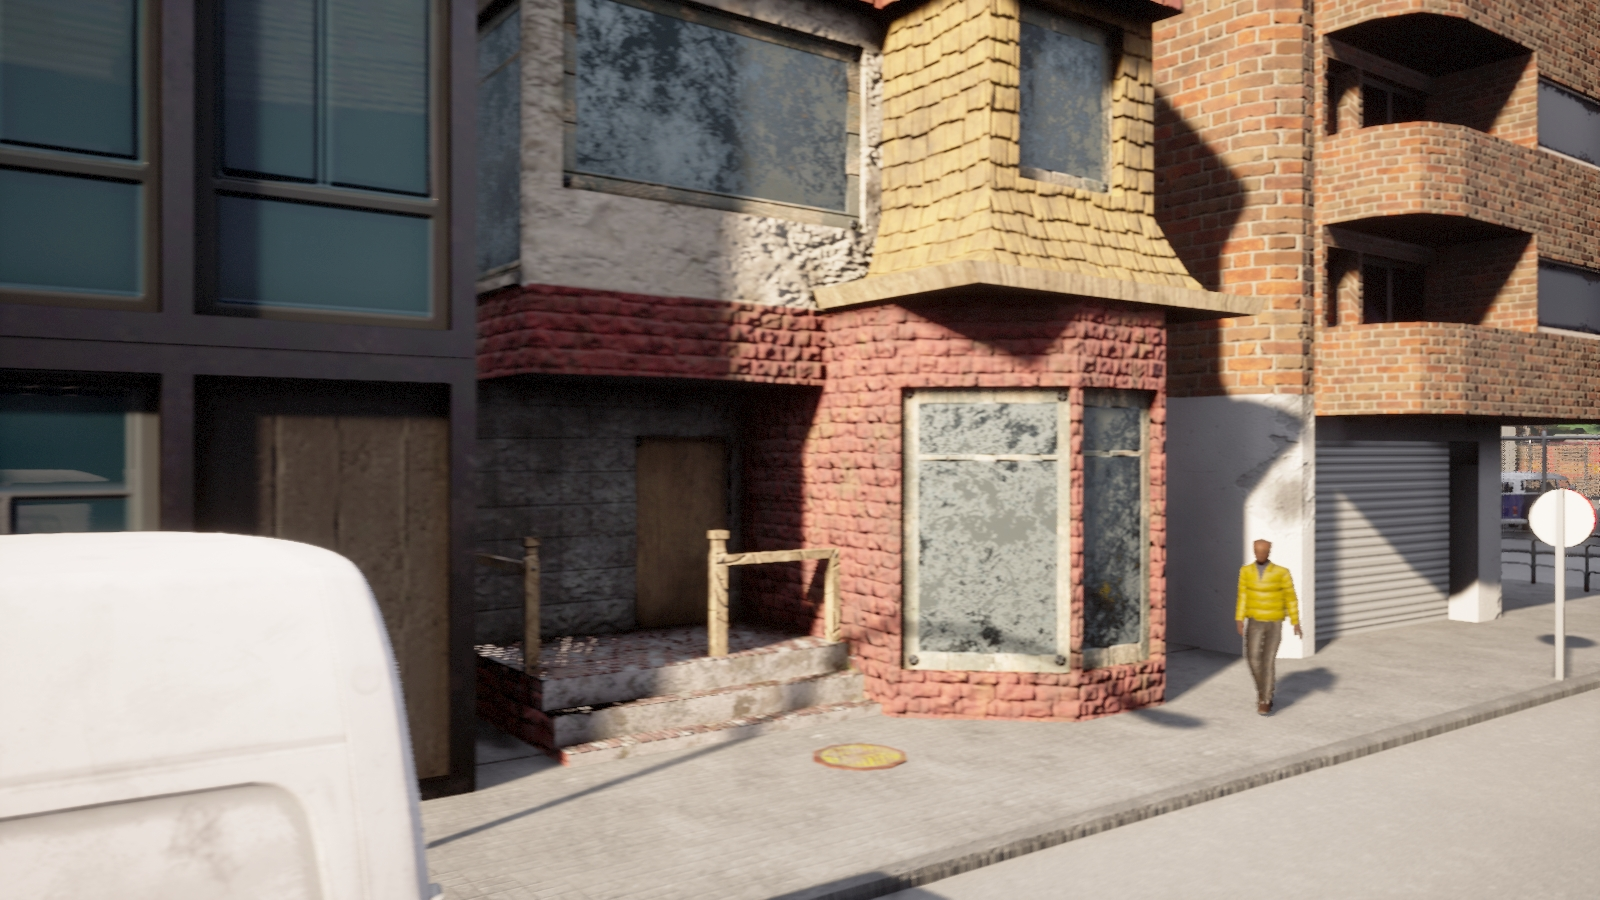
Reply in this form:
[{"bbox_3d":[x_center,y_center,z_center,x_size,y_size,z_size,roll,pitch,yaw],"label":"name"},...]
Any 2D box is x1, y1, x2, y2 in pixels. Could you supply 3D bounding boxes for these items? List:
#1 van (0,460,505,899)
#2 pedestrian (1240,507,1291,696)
[{"bbox_3d":[-3.677,1.314,1.768,5.915,2.561,1.988,0,0,-35],"label":"van"},{"bbox_3d":[4.752,1.524,11.663,0.375,1.860,0.375,0,0,40],"label":"pedestrian"}]
